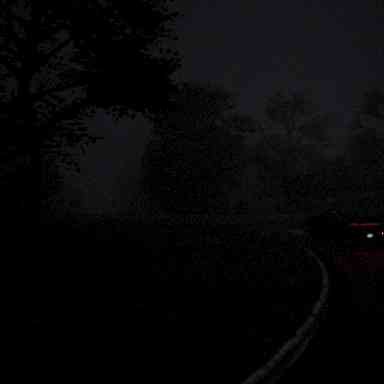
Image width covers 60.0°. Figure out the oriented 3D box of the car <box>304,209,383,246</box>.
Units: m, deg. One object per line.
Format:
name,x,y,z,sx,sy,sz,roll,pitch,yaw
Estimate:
car,6.914,1.539,15.661,2.128,1.511,4.902,0,0,-4
